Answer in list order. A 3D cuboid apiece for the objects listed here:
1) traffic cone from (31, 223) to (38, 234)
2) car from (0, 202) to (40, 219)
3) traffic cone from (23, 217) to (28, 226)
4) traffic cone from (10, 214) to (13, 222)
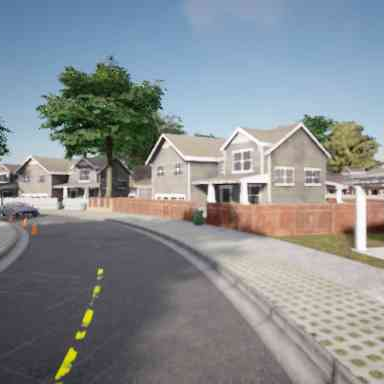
[{"bbox_3d":[-8.793,2.005,18.567,0.340,0.580,0.340,-1,0,-29],"label":"traffic cone"},{"bbox_3d":[-15.954,1.604,30.630,5.357,1.411,2.033,0,0,42],"label":"car"},{"bbox_3d":[-11.290,2.011,22.562,0.340,0.580,0.340,-1,0,-35],"label":"traffic cone"},{"bbox_3d":[-14.230,2.019,26.243,0.340,0.580,0.340,-1,0,-42],"label":"traffic cone"}]
